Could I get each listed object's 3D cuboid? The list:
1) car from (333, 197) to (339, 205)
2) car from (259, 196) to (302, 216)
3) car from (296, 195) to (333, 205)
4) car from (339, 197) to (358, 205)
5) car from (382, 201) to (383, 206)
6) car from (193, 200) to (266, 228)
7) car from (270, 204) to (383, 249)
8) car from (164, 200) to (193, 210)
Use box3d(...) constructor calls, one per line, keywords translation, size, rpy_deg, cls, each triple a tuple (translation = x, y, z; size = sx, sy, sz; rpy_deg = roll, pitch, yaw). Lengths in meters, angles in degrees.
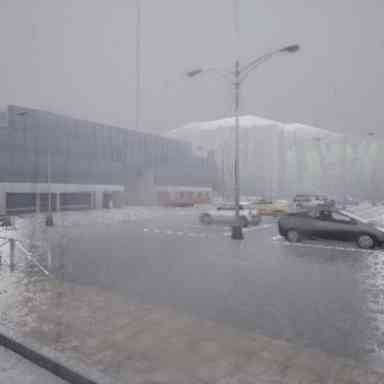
box3d(translation=(14.563, 1.272, 39.770), size=(4.605, 1.855, 1.932), rpy_deg=(0, 0, 35), cls="car")
box3d(translation=(5.815, 1.329, 26.726), size=(5.027, 1.636, 2.152), rpy_deg=(0, 0, 35), cls="car")
box3d(translation=(13.218, 1.252, 37.161), size=(3.866, 1.878, 1.905), rpy_deg=(0, 0, 35), cls="car")
box3d(translation=(25.428, 1.548, 54.847), size=(3.633, 1.501, 1.845), rpy_deg=(0, 0, 35), cls="car")
box3d(translation=(29.756, 1.570, 48.122), size=(3.806, 1.475, 1.970), rpy_deg=(0, 0, 35), cls="car")
box3d(translation=(2.365, 1.408, 21.305), size=(3.806, 1.475, 1.970), rpy_deg=(0, 0, 35), cls="car")
box3d(translation=(5.995, 1.485, 14.239), size=(4.514, 1.523, 2.007), rpy_deg=(0, 0, 35), cls="car")
box3d(translation=(-1.833, 1.734, 46.614), size=(1.895, 1.301, 4.718), rpy_deg=(0, 0, 36), cls="car")
